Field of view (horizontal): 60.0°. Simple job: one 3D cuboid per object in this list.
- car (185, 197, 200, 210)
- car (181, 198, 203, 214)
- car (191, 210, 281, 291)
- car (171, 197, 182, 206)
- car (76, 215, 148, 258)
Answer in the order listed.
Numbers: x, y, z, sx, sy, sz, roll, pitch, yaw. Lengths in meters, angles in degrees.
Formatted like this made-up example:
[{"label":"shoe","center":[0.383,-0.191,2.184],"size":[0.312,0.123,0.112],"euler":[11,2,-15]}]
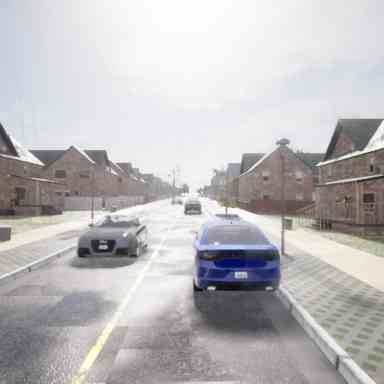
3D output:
[{"label":"car","center":[0.077,1.547,46.374],"size":[1.882,1.535,5.008],"euler":[0,0,1]},{"label":"car","center":[0.112,1.552,36.526],"size":[1.837,1.490,4.892],"euler":[0,0,0]},{"label":"car","center":[0.973,1.485,9.025],"size":[1.882,1.535,5.008],"euler":[0,0,0]},{"label":"car","center":[-2.681,1.597,59.228],"size":[2.128,1.511,4.902],"euler":[0,0,0]},{"label":"car","center":[-2.835,1.575,12.626],"size":[1.994,1.385,4.181],"euler":[0,0,0]}]
